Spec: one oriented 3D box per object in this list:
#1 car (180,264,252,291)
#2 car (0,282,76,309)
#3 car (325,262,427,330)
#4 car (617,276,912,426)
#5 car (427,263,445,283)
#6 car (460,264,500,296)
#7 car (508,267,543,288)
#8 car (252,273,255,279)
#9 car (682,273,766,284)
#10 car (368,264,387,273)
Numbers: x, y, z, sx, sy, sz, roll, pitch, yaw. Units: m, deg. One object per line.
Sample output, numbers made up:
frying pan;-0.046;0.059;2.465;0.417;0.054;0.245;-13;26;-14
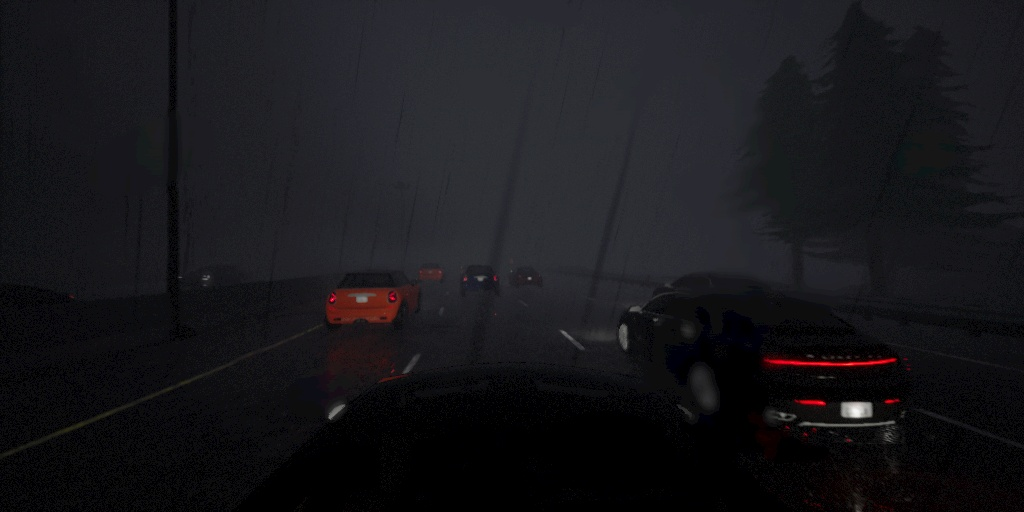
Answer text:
car;-20.292;1.435;24.340;2.097;1.767;4.553;0;0;-8
car;-14.657;1.455;9.516;1.812;1.442;4.674;0;0;-6
car;-4.290;1.211;11.831;2.097;1.767;4.553;0;0;-6
car;3.246;1.258;5.891;1.837;1.490;4.892;0;0;-2
car;-7.027;1.378;31.612;2.097;1.767;4.553;0;0;-8
car;-1.934;1.258;20.892;2.097;1.767;4.553;0;0;-8
car;0.891;1.482;25.854;1.994;1.385;4.181;0;0;-8
car;-24.900;1.775;31.543;1.895;1.301;4.718;0;0;-8
car;6.283;1.274;11.536;1.837;1.490;4.892;0;0;-5
car;-21.681;1.940;57.869;1.895;1.301;4.718;0;0;-8
